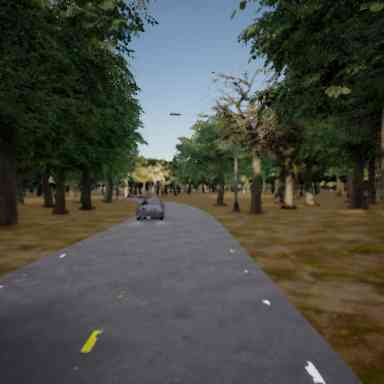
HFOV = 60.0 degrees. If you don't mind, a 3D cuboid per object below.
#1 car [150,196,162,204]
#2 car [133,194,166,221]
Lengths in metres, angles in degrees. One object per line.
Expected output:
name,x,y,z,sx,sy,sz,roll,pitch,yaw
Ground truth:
car,-7.419,1.605,67.939,2.128,1.511,4.902,0,0,-10
car,-3.243,1.313,26.754,2.097,1.767,4.553,0,0,-2
